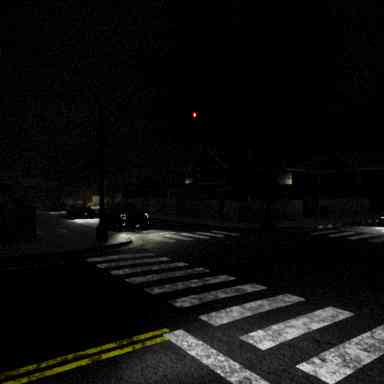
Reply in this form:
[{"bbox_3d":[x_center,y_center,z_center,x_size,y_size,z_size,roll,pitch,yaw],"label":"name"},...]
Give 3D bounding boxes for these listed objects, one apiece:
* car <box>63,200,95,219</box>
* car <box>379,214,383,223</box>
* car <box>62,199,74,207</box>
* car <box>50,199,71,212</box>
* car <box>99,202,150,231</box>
[{"bbox_3d":[-10.644,1.807,31.750,1.994,1.385,4.181,0,0,-31],"label":"car"},{"bbox_3d":[14.533,1.511,22.021,5.357,1.411,2.033,0,0,-35],"label":"car"},{"bbox_3d":[-23.725,2.006,63.582,1.812,1.442,4.674,0,0,-23],"label":"car"},{"bbox_3d":[-18.115,1.896,44.904,2.033,1.411,5.357,0,0,-27],"label":"car"},{"bbox_3d":[-4.589,1.518,22.355,2.097,1.767,4.553,0,0,-34],"label":"car"}]
